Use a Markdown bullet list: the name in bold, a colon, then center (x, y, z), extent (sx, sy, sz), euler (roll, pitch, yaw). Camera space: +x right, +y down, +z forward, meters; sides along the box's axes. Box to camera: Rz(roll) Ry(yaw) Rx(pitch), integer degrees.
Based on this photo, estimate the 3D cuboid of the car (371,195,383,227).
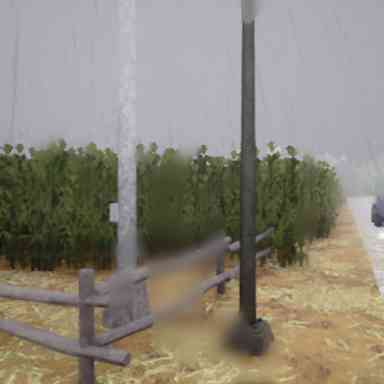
- **car**: center (13.481, 1.230, 22.491), extent (2.150, 2.045, 5.566), euler (0, 0, 24)
